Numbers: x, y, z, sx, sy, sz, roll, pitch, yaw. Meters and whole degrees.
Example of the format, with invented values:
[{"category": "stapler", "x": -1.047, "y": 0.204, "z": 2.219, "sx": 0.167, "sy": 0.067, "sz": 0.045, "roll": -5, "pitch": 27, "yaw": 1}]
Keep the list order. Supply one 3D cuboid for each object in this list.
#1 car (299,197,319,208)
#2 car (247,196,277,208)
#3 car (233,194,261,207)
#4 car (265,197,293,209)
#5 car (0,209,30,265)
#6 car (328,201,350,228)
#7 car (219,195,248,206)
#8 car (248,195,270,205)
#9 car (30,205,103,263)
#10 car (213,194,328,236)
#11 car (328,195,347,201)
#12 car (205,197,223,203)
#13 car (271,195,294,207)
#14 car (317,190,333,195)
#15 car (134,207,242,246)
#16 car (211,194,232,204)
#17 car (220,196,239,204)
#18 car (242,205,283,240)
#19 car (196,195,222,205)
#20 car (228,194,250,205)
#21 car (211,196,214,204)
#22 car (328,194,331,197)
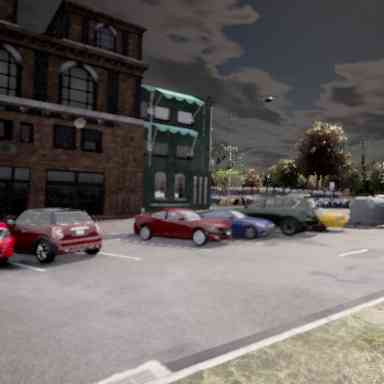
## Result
[{"category": "car", "x": 20.899, "y": 1.816, "z": 59.222, "sx": 2.185, "sy": 1.767, "sz": 4.553, "roll": 2, "pitch": -2, "yaw": 35}, {"category": "car", "x": 9.651, "y": 1.330, "z": 45.656, "sx": 2.231, "sy": 1.521, "sz": 4.892, "roll": 0, "pitch": -1, "yaw": 35}, {"category": "car", "x": 7.952, "y": 1.204, "z": 48.069, "sx": 2.185, "sy": 1.767, "sz": 4.553, "roll": 0, "pitch": -1, "yaw": 35}, {"category": "car", "x": 11.339, "y": 1.369, "z": 43.227, "sx": 2.002, "sy": 1.452, "sz": 4.674, "roll": 1, "pitch": -1, "yaw": 35}, {"category": "car", "x": -7.839, "y": 1.211, "z": 10.349, "sx": 5.566, "sy": 2.045, "sz": 2.435, "roll": -1, "pitch": -1, "yaw": 35}, {"category": "car", "x": 6.749, "y": 1.541, "z": 20.919, "sx": 5.366, "sy": 1.575, "sz": 1.946, "roll": -1, "pitch": -1, "yaw": 35}, {"category": "car", "x": 6.385, "y": 1.332, "z": 50.678, "sx": 1.946, "sy": 1.575, "sz": 5.366, "roll": 0, "pitch": -1, "yaw": 35}, {"category": "car", "x": 14.023, "y": 1.693, "z": 69.162, "sx": 2.435, "sy": 2.045, "sz": 5.566, "roll": 1, "pitch": -2, "yaw": 35}, {"category": "car", "x": -5.391, "y": 1.354, "z": 12.076, "sx": 4.553, "sy": 1.767, "sz": 2.185, "roll": -1, "pitch": -1, "yaw": 35}, {"category": "car", "x": 4.408, "y": 1.288, "z": 19.081, "sx": 5.566, "sy": 2.045, "sz": 2.435, "roll": -1, "pitch": -1, "yaw": 35}, {"category": "car", "x": 24.310, "y": 1.812, "z": 54.206, "sx": 2.185, "sy": 1.767, "sz": 4.553, "roll": 1, "pitch": -2, "yaw": 35}, {"category": "car", "x": 5.365, "y": 1.974, "z": 81.524, "sx": 2.163, "sy": 1.488, "sz": 4.792, "roll": 2, "pitch": -2, "yaw": 35}, {"category": "car", "x": 17.434, "y": 1.689, "z": 64.144, "sx": 2.435, "sy": 2.045, "sz": 5.566, "roll": 2, "pitch": -2, "yaw": 35}, {"category": "car", "x": 25.742, "y": 0.410, "z": 64.222, "sx": 2.033, "sy": 1.411, "sz": 5.357, "roll": 3, "pitch": 3, "yaw": -34}, {"category": "car", "x": -0.500, "y": 1.515, "z": 15.582, "sx": 5.008, "sy": 1.535, "sz": 2.097, "roll": -1, "pitch": -1, "yaw": 35}, {"category": "car", "x": 7.133, "y": 1.696, "z": 79.097, "sx": 2.435, "sy": 2.045, "sz": 5.566, "roll": 1, "pitch": -2, "yaw": 35}, {"category": "car", "x": 8.725, "y": 1.933, "z": 76.428, "sx": 1.946, "sy": 1.575, "sz": 5.366, "roll": 2, "pitch": -2, "yaw": 35}, {"category": "car", "x": 1.972, "y": 1.570, "z": 17.326, "sx": 4.674, "sy": 1.452, "sz": 2.002, "roll": -1, "pitch": -1, "yaw": 35}, {"category": "car", "x": 2.902, "y": 1.361, "z": 55.360, "sx": 2.163, "sy": 1.488, "sz": 4.792, "roll": 1, "pitch": -1, "yaw": 35}, {"category": "car", "x": 10.538, "y": 1.692, "z": 74.081, "sx": 2.435, "sy": 2.045, "sz": 5.566, "roll": 1, "pitch": -2, "yaw": 35}, {"category": "car", "x": 4.601, "y": 1.333, "z": 52.949, "sx": 2.231, "sy": 1.521, "sz": 4.892, "roll": 0, "pitch": -1, "yaw": 35}, {"category": "car", "x": 22.629, "y": 1.815, "z": 56.738, "sx": 2.185, "sy": 1.767, "sz": 4.553, "roll": 2, "pitch": -2, "yaw": 35}]
